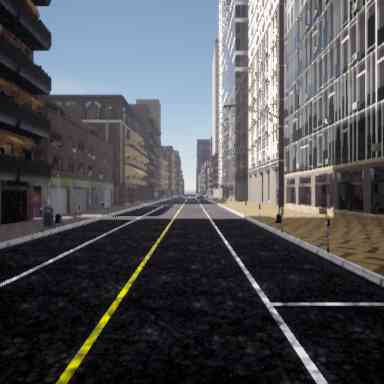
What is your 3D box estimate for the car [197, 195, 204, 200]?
[{"bbox_3d":[2.359,1.487,89.743,1.882,1.535,5.008,0,0,0],"label":"car"}]
